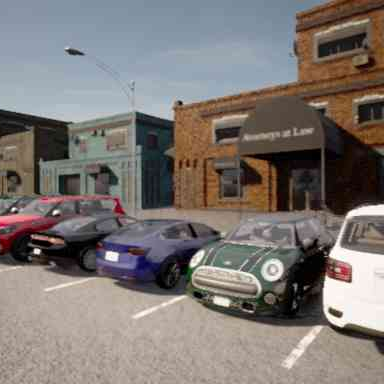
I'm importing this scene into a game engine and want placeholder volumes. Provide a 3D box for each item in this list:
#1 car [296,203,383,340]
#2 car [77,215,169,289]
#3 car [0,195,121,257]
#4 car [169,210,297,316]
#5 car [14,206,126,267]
[{"bbox_3d":[4.066,1.227,6.089,2.435,2.045,5.566,1,0,35],"label":"car"},{"bbox_3d":[-0.423,1.474,9.292,2.163,1.488,4.792,0,0,36],"label":"car"},{"bbox_3d":[-4.941,1.180,12.445,2.435,2.045,5.566,0,0,36],"label":"car"},{"bbox_3d":[1.824,1.333,7.692,2.185,1.767,4.553,0,0,35],"label":"car"},{"bbox_3d":[-2.683,1.432,10.862,2.097,1.535,5.008,0,0,36],"label":"car"}]
